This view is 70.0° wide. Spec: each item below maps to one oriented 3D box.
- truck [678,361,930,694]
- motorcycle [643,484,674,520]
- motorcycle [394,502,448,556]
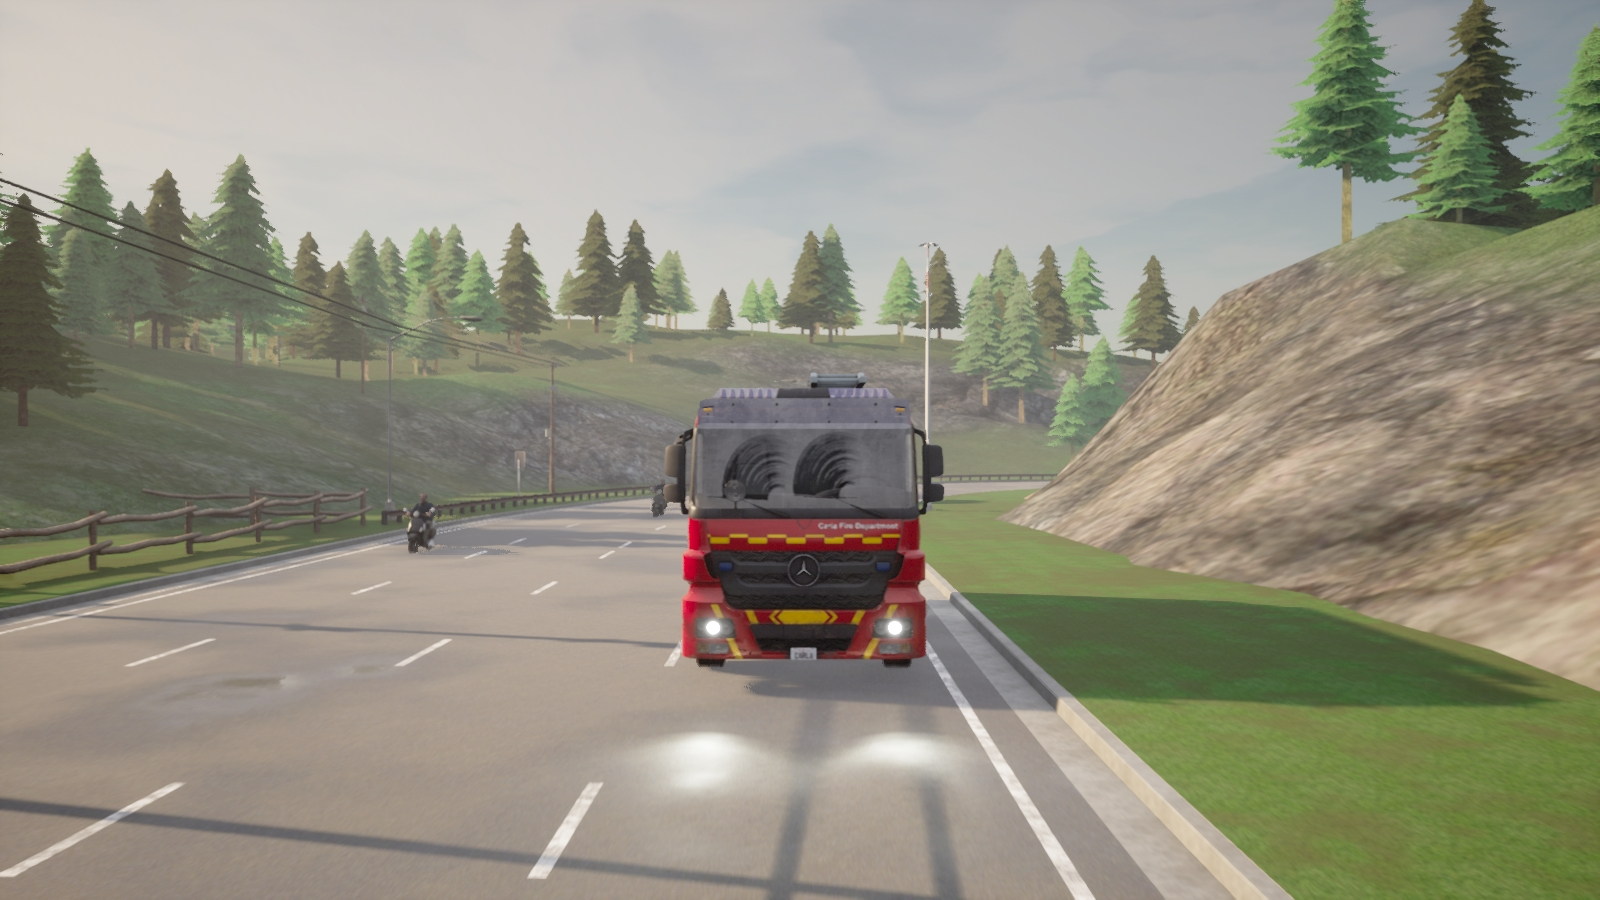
[{"bbox_3d":[0.060,0.885,17.346,2.891,3.827,8.468,0,0,0],"label":"truck"},{"bbox_3d":[-5.825,2.128,47.106,0.856,1.316,1.805,5,0,4],"label":"motorcycle"},{"bbox_3d":[-10.314,2.133,31.144,0.856,1.316,1.805,0,0,1],"label":"motorcycle"}]
